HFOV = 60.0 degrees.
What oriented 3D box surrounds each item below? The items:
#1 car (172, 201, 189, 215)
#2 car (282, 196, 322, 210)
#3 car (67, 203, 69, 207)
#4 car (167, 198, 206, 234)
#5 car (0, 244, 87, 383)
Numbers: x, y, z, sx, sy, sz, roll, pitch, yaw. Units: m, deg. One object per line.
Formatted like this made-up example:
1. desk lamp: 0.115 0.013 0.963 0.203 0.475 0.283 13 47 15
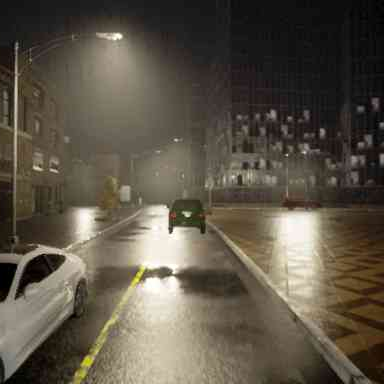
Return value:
1. car: -1.315 1.806 38.077 1.812 1.442 4.674 0 0 -2
2. car: 14.461 1.506 44.055 5.009 1.841 2.192 0 -2 16
3. car: -22.278 1.956 54.608 4.313 1.339 1.947 0 -2 16
4. car: -0.378 1.375 20.654 2.150 2.045 5.566 0 0 -3
5. car: -2.900 1.563 4.750 1.812 1.442 4.674 0 0 -1
